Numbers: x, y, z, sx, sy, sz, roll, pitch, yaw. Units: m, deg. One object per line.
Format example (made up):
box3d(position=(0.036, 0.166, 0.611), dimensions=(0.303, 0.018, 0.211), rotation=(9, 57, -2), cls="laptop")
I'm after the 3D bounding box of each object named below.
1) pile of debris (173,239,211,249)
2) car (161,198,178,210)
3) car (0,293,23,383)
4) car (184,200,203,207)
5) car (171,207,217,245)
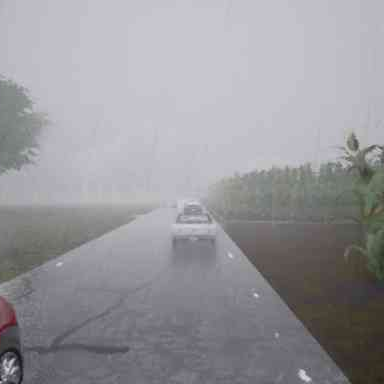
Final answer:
box3d(position=(-0.001, 2.180, 13.945), dimensions=(1.500, 0.140, 1.860), rotation=(0, 0, 0), cls="pile of debris")
box3d(position=(-2.841, 1.532, 42.903), dimensions=(2.128, 1.511, 4.902), rotation=(0, 0, 0), cls="car")
box3d(position=(-2.851, 1.352, 1.641), dimensions=(2.097, 1.767, 4.553), rotation=(0, 0, 0), cls="car")
box3d(position=(0.111, 1.548, 33.368), dimensions=(1.812, 1.442, 4.674), rotation=(0, 0, 0), cls="car")
box3d(position=(0.086, 1.605, 15.584), dimensions=(1.895, 1.301, 4.718), rotation=(0, 0, 0), cls="car")
